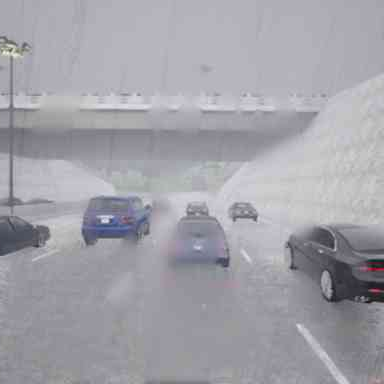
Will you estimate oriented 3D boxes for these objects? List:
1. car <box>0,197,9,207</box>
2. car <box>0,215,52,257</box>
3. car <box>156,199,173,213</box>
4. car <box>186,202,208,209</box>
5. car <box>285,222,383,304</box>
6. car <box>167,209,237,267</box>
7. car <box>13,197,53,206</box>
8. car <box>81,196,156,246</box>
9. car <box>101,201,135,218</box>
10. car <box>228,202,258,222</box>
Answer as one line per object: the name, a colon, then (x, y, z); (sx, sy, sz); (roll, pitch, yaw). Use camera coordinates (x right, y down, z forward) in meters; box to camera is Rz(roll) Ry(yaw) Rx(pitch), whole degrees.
car: (-20.609, 1.330, 37.273); (1.837, 1.490, 4.892); (0, 0, 1)
car: (-6.779, 1.492, 11.329); (2.033, 1.411, 5.357); (0, 0, 1)
car: (-2.998, 1.429, 32.334); (1.812, 1.442, 4.674); (0, 0, 1)
car: (0.475, 1.524, 29.718); (1.895, 1.301, 4.718); (0, 0, 1)
car: (3.664, 1.498, 8.124); (1.837, 1.490, 4.892); (0, 1, 1)
car: (0.220, 1.519, 11.240); (2.033, 1.411, 5.357); (0, 0, 1)
car: (-17.119, 1.386, 36.806); (2.033, 1.411, 5.357); (0, 0, 1)
car: (-3.218, 1.169, 15.150); (2.150, 2.045, 5.566); (0, 0, 1)
car: (-6.525, 1.497, 29.811); (1.895, 1.301, 4.718); (0, 0, 1)
car: (3.920, 1.493, 26.180); (2.033, 1.411, 5.357); (0, 0, 1)
